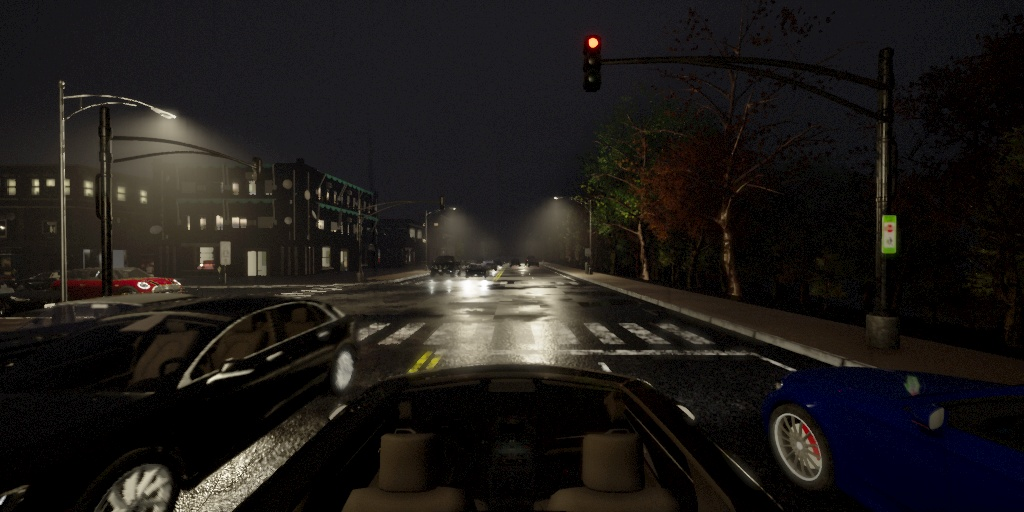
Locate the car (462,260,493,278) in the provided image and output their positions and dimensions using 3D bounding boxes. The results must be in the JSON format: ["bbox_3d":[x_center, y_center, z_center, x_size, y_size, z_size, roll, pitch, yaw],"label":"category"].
[{"bbox_3d":[-3.110,1.341,33.009,1.895,1.301,4.718,0,0,0],"label":"car"}]

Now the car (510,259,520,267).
[{"bbox_3d":[0.589,1.231,64.793,1.837,1.490,4.892,0,0,0],"label":"car"}]

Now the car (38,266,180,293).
[{"bbox_3d":[-17.993,1.302,16.466,4.553,1.767,2.097,-1,1,0],"label":"car"}]

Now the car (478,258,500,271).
[{"bbox_3d":[-3.002,1.297,47.325,1.994,1.385,4.181,0,0,0],"label":"car"}]

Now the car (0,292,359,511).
[{"bbox_3d":[-3.337,1.254,3.798,1.837,1.490,4.892,0,0,0],"label":"car"}]

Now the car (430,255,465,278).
[{"bbox_3d":[-6.321,0.961,34.844,2.150,2.045,5.566,0,0,2],"label":"car"}]

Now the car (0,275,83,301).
[{"bbox_3d":[-19.857,1.565,13.749,4.313,1.339,1.948,0,0,1],"label":"car"}]

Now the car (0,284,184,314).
[{"bbox_3d":[-6.572,1.350,5.848,1.895,1.301,4.718,0,0,0],"label":"car"}]

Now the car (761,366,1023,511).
[{"bbox_3d":[3.354,1.276,1.567,1.812,1.442,4.674,0,0,1],"label":"car"}]

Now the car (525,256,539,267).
[{"bbox_3d":[3.839,1.204,64.633,1.882,1.535,5.008,0,0,1],"label":"car"}]
